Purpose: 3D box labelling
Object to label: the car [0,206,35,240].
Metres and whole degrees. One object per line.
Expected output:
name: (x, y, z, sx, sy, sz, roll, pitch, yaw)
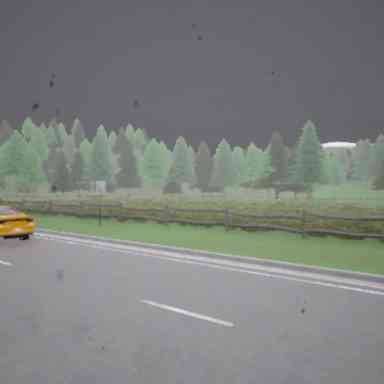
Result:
car: (-8.956, 1.321, 14.603, 5.008, 1.535, 1.882, 1, 0, 34)
